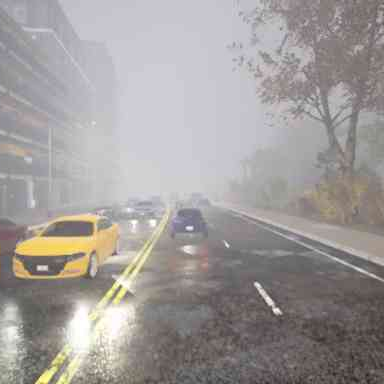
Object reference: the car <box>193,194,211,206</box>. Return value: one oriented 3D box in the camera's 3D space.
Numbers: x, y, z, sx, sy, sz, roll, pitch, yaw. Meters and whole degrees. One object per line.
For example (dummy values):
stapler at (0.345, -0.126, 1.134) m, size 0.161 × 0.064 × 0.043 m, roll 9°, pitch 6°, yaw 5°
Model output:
car at (1.580, 1.449, 47.947) m, size 1.994 × 1.385 × 4.181 m, roll 0°, pitch 0°, yaw -3°

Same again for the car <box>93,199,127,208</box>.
car at (-7.266, 1.434, 28.694) m, size 2.128 × 1.511 × 4.902 m, roll 0°, pitch 0°, yaw -2°

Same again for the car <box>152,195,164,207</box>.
car at (-5.110, 1.241, 48.183) m, size 2.097 × 1.767 × 4.553 m, roll 0°, pitch 0°, yaw -4°

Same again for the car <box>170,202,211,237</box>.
car at (-0.176, 1.489, 17.578) m, size 1.812 × 1.442 × 4.674 m, roll 0°, pitch 0°, yaw -2°

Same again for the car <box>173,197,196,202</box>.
car at (-0.896, 1.521, 35.719) m, size 1.895 × 1.301 × 4.718 m, roll 0°, pitch 0°, yaw -3°

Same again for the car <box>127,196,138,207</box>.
car at (-8.374, 1.386, 48.287) m, size 2.128 × 1.511 × 4.902 m, roll 0°, pitch 0°, yaw -4°

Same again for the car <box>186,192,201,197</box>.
car at (0.586, 1.077, 59.776) m, size 2.150 × 2.045 × 5.566 m, roll 0°, pitch 1°, yaw -5°

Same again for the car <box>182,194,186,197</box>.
car at (-1.258, 1.154, 77.959) m, size 2.097 × 1.767 × 4.553 m, roll 0°, pitch 0°, yaw -7°

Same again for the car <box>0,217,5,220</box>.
car at (-6.707, 1.461, 9.830) m, size 1.882 × 1.535 × 5.008 m, roll 0°, pitch 0°, yaw -1°

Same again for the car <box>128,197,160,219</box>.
car at (-4.008, 1.466, 28.567) m, size 1.812 × 1.442 × 4.674 m, roll 0°, pitch 0°, yaw -2°

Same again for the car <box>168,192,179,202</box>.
car at (-3.996, 1.042, 73.169) m, size 2.150 × 2.045 × 5.566 m, roll 0°, pitch 0°, yaw -6°

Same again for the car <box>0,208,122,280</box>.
car at (-3.462, 1.458, 10.116) m, size 1.882 × 1.535 × 5.008 m, roll 0°, pitch 0°, yaw -1°
